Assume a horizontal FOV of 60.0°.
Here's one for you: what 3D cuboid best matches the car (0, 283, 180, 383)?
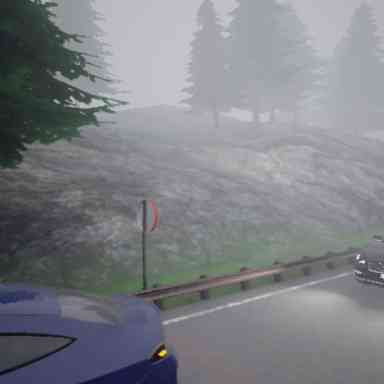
[{"bbox_3d":[-2.277,1.528,2.361,4.674,1.442,1.812,0,0,-36],"label":"car"}]

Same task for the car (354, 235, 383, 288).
[{"bbox_3d":[5.941,1.475,8.224,4.892,1.490,1.837,0,0,-35],"label":"car"}]
